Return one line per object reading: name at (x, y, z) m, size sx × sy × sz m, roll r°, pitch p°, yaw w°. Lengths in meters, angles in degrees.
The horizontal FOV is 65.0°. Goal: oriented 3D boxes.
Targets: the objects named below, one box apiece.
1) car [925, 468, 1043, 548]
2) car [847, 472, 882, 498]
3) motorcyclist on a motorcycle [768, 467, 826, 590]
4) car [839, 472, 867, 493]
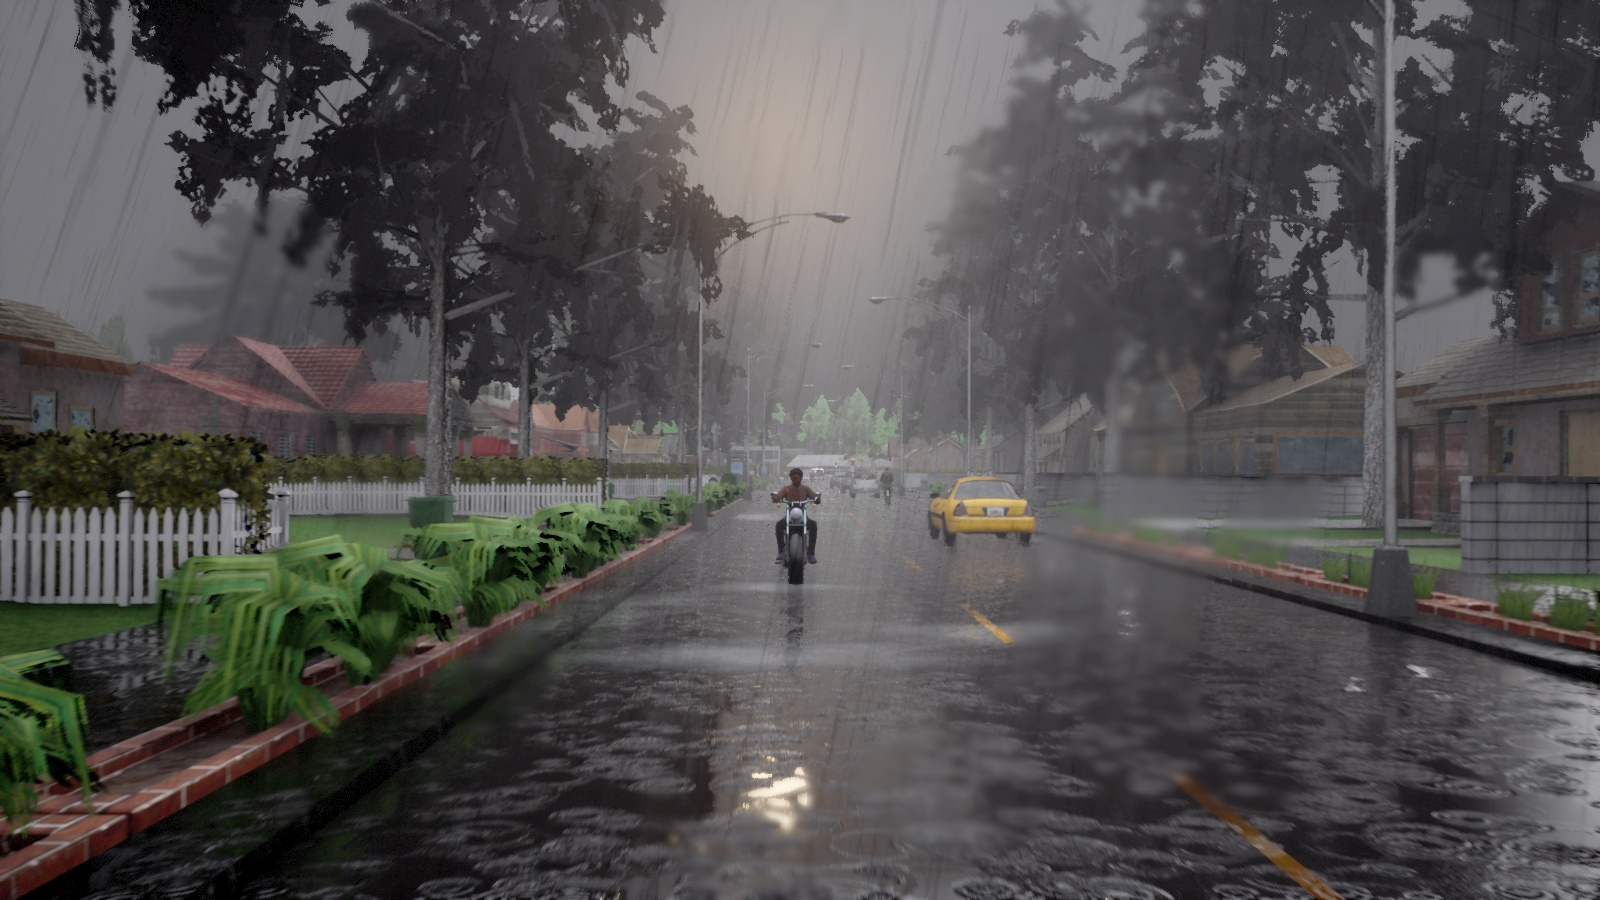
car at (3.931, 1.202, 27.744) m, size 1.801 × 1.575 × 5.366 m, roll 0°, pitch -1°, yaw 0°
car at (3.816, 2.063, 74.639) m, size 1.845 × 1.501 × 3.633 m, roll 0°, pitch -1°, yaw 0°
motorcyclist on a motorcycle at (-0.045, 1.067, 18.043) m, size 0.766 × 1.649 × 2.350 m, roll 0°, pitch -1°, yaw 0°
car at (3.779, 2.315, 89.696) m, size 1.845 × 1.501 × 3.633 m, roll 0°, pitch -1°, yaw 0°
